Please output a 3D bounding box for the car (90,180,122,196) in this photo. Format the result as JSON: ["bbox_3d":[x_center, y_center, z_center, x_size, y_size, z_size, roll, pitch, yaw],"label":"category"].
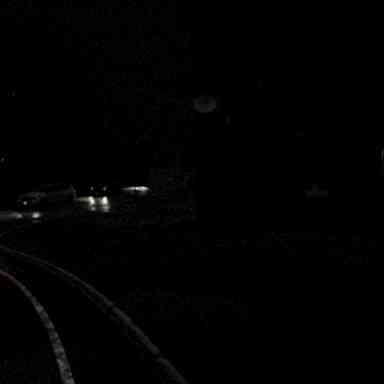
[{"bbox_3d":[-10.017,-0.573,39.031,2.097,1.767,4.553,0,6,14],"label":"car"}]

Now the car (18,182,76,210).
[{"bbox_3d":[-12.755,0.274,29.637,2.150,2.045,5.566,0,6,18],"label":"car"}]

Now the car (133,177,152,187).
[{"bbox_3d":[-7.539,-1.556,50.849,1.994,1.385,4.181,0,6,9],"label":"car"}]

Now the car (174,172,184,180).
[{"bbox_3d":[-2.727,-3.262,67.548,1.882,1.535,5.008,0,5,0],"label":"car"}]
